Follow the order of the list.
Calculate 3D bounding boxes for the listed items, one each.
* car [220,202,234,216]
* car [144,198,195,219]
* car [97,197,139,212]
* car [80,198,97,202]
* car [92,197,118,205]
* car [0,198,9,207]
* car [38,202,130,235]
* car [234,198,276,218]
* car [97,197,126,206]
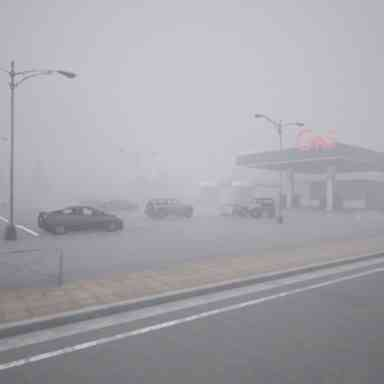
[{"bbox_3d":[4.862,1.779,34.921,3.806,1.475,1.970,1,0,-36],"label":"car"},{"bbox_3d":[-2.002,1.436,29.948,4.605,1.855,1.932,1,0,-36],"label":"car"},{"bbox_3d":[-8.688,1.643,40.482,4.514,1.523,2.007,1,0,-36],"label":"car"},{"bbox_3d":[-14.481,1.665,48.625,3.633,1.501,1.845,1,0,-36],"label":"car"},{"bbox_3d":[-17.025,1.756,65.241,4.514,1.523,2.007,1,0,-36],"label":"car"},{"bbox_3d":[-30.403,1.626,51.959,3.806,1.475,1.970,1,0,-36],"label":"car"},{"bbox_3d":[-6.089,1.543,18.471,4.514,1.523,2.007,1,0,-36],"label":"car"},{"bbox_3d":[6.306,1.490,31.865,3.866,1.878,1.905,1,0,-36],"label":"car"},{"bbox_3d":[-15.153,1.748,62.723,5.027,1.636,2.152,1,0,-36],"label":"car"}]
